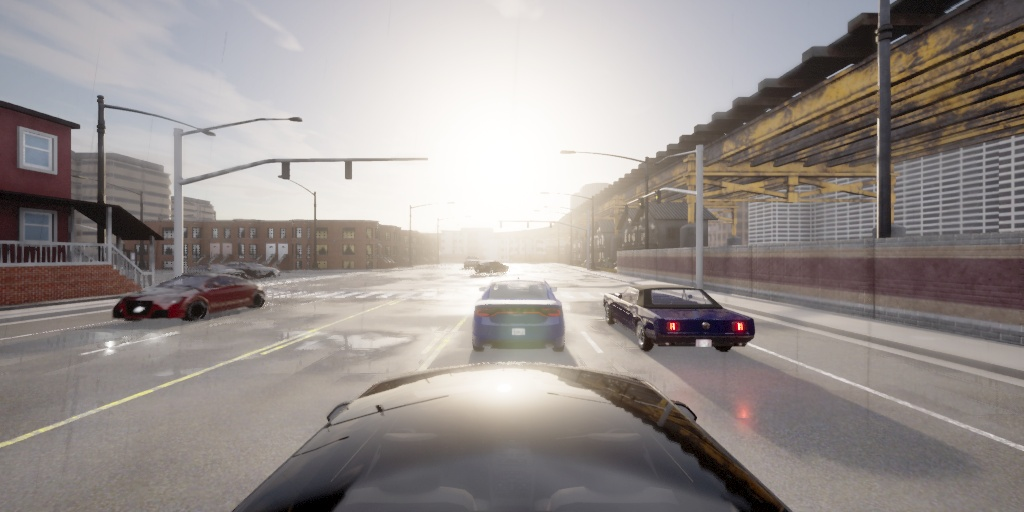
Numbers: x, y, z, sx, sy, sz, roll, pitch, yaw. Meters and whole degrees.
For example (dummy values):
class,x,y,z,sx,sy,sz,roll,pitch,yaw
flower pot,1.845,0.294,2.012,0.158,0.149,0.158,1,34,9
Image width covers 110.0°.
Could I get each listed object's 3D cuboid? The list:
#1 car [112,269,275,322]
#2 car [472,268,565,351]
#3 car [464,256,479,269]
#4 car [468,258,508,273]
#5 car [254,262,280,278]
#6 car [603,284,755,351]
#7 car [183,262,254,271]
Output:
class,x,y,z,sx,sy,sz,roll,pitch,yaw
car,-10.494,1.314,12.094,1.994,1.385,4.181,0,0,0
car,0.157,1.228,9.003,1.882,1.535,5.008,0,0,1
car,-6.362,0.971,57.611,2.150,2.045,5.566,0,0,1
car,-2.187,1.255,39.178,1.837,1.490,4.892,2,1,33
car,-22.063,1.241,29.911,4.902,1.511,2.128,0,0,0
car,3.656,1.351,8.964,1.895,1.301,4.718,0,0,1
car,-21.825,1.314,26.239,4.181,1.385,1.994,0,0,3
